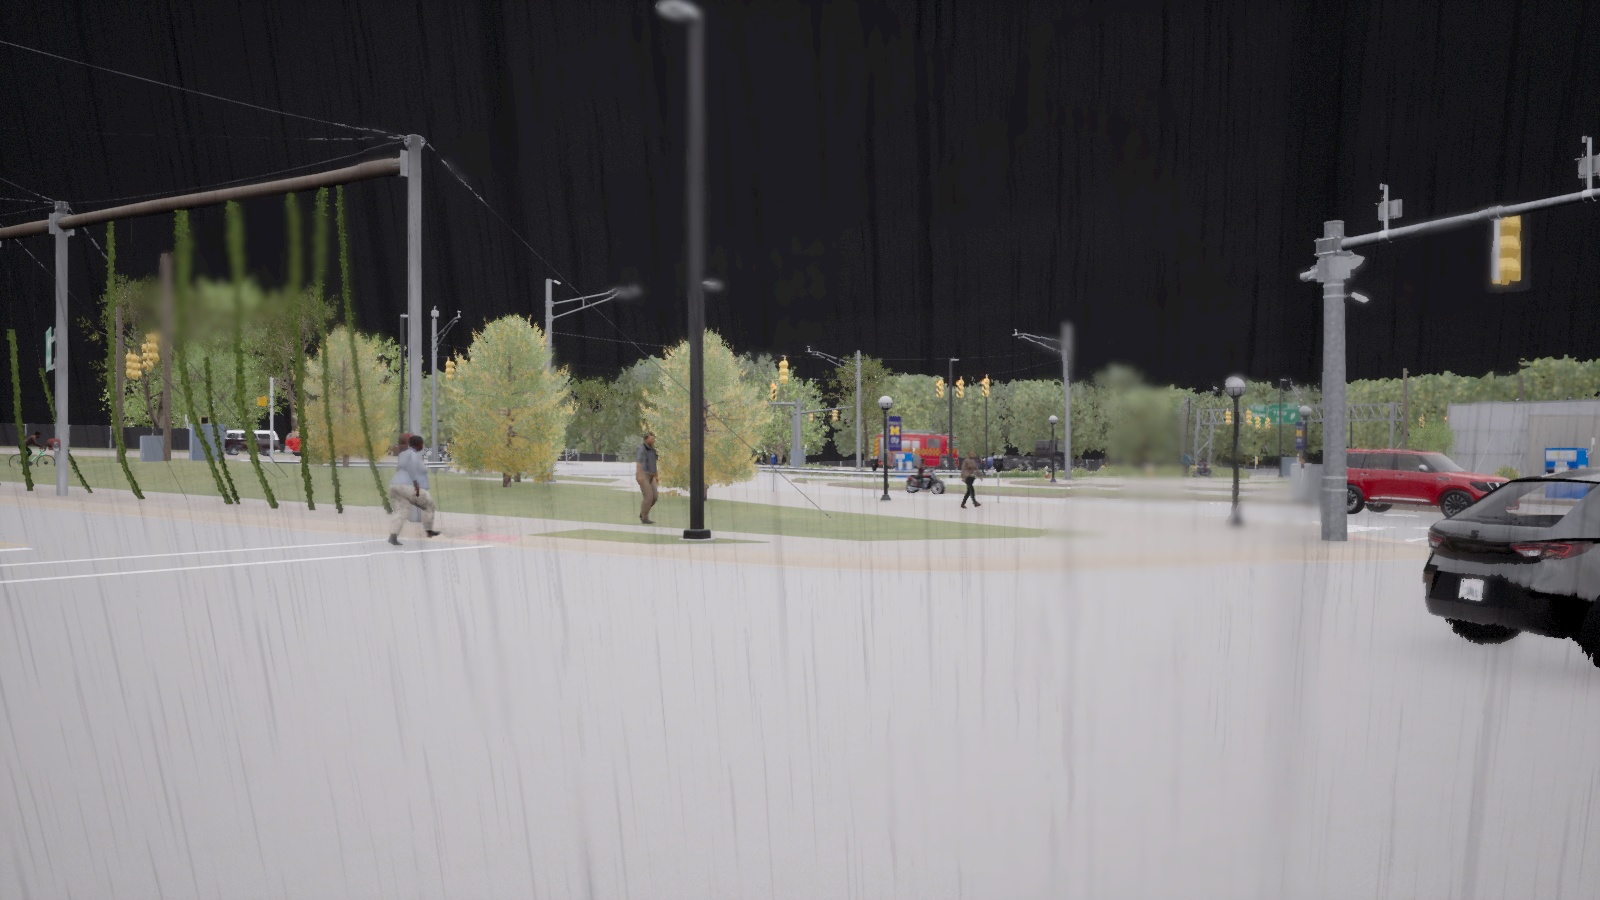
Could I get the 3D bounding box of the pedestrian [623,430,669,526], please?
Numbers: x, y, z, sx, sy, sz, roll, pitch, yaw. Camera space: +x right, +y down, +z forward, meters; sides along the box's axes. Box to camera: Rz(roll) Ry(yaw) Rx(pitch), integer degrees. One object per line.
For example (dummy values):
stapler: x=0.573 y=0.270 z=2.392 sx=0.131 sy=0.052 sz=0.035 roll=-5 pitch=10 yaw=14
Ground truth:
pedestrian: x=-3.004 y=0.549 z=24.568 sx=0.694 sy=1.848 sz=0.540 roll=0 pitch=0 yaw=29

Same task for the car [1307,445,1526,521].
car: x=18.649 y=0.938 z=38.240 sx=2.150 sy=2.045 sz=5.566 roll=0 pitch=1 yaw=-38

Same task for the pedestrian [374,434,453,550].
pedestrian: x=-6.400 y=0.676 z=20.801 sx=0.874 sy=1.855 sz=0.900 roll=0 pitch=0 yaw=41

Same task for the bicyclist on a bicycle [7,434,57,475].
bicyclist on a bicycle: x=-31.453 y=0.190 z=51.429 sx=1.656 sy=1.620 sz=0.582 roll=2 pitch=-1 yaw=-34

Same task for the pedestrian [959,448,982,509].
pedestrian: x=5.181 y=0.863 z=38.174 sx=0.331 sy=1.846 sz=0.634 roll=0 pitch=0 yaw=-34

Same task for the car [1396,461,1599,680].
car: x=7.125 y=0.819 z=9.727 sx=4.193 sy=1.474 sz=1.816 roll=-1 pitch=-1 yaw=-7

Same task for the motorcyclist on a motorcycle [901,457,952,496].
motorcyclist on a motorcycle: x=5.538 y=1.136 z=55.128 sx=0.766 sy=1.649 sz=2.350 roll=0 pitch=0 yaw=-38
